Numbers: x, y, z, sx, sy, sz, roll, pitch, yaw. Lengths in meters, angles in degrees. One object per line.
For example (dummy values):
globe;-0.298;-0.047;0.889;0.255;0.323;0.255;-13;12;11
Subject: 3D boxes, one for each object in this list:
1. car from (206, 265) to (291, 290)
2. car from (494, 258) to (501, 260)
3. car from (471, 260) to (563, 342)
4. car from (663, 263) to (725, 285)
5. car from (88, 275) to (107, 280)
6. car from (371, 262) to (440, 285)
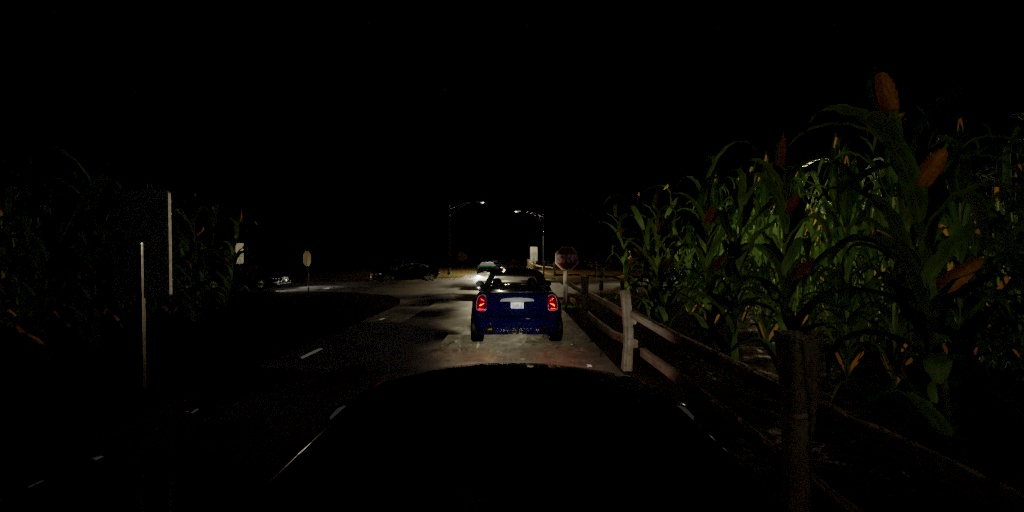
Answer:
car;-16.559;1.289;22.466;4.892;1.490;1.837;0;1;0
car;-2.735;1.266;52.552;1.994;1.385;4.181;0;0;0
car;0.058;1.098;9.972;2.097;1.767;4.553;0;0;-2
car;12.824;1.187;25.334;5.008;1.535;1.882;0;1;-2
car;-25.463;1.370;22.498;4.181;1.385;1.994;0;1;1
car;-7.753;1.208;26.342;4.902;1.511;2.128;-1;2;-33
